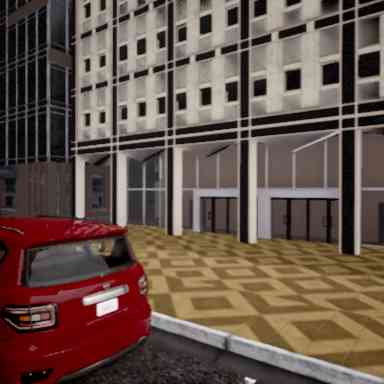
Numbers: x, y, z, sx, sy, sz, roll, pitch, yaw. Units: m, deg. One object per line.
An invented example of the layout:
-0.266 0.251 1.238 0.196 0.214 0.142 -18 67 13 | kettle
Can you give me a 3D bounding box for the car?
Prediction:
-2.841 1.278 4.907 5.009 1.841 2.192 1 0 35 | car
